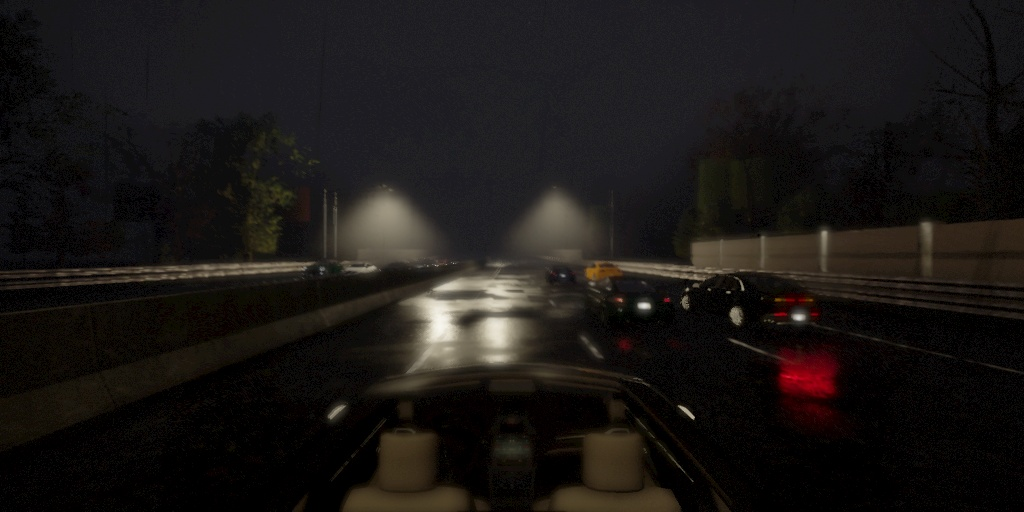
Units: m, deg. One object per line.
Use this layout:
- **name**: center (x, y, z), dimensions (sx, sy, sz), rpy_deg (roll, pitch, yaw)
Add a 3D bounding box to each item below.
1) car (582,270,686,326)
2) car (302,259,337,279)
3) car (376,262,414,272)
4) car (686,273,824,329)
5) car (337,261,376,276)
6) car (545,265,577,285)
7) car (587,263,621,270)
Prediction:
- **car**: center (3.598, 1.337, 11.717), dimensions (1.994, 1.385, 4.181), rpy_deg (0, 0, 0)
- **car**: center (-17.586, 1.173, 33.703), dimensions (2.097, 1.767, 4.553), rpy_deg (0, 0, 0)
- **car**: center (-10.587, 1.298, 33.465), dimensions (1.882, 1.535, 5.008), rpy_deg (0, 0, 0)
- **car**: center (7.098, 1.277, 11.271), dimensions (1.837, 1.490, 4.892), rpy_deg (0, 0, 0)
- **car**: center (-14.087, 1.346, 33.465), dimensions (1.812, 1.442, 4.674), rpy_deg (0, 0, 0)
- **car**: center (3.604, 1.372, 27.034), dimensions (1.994, 1.385, 4.181), rpy_deg (0, 0, 0)
- **car**: center (7.105, 1.288, 28.044), dimensions (1.882, 1.535, 5.008), rpy_deg (0, 0, 0)
